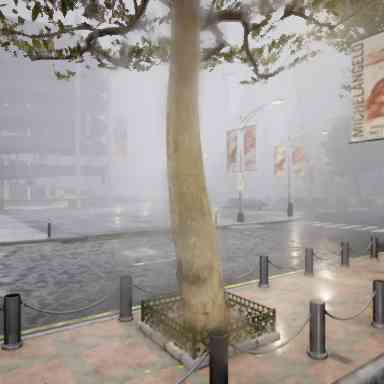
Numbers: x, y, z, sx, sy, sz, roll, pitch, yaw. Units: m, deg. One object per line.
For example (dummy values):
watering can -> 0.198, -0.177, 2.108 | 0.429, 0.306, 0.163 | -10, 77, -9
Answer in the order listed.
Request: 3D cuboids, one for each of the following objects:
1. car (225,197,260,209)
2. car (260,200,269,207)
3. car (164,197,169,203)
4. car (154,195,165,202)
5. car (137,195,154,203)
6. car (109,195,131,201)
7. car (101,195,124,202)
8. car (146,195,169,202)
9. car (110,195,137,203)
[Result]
car -> 6.671, 1.503, 46.451 | 1.837, 1.490, 4.892 | 0, 0, -35
car -> 9.196, 1.562, 48.936 | 1.994, 1.385, 4.181 | 0, 0, -35
car -> -2.109, 1.546, 58.625 | 2.033, 1.411, 5.357 | 0, 0, -38
car -> -8.987, 1.476, 73.888 | 5.008, 1.535, 1.882 | 0, 0, 30
car -> -11.425, 1.536, 71.211 | 5.357, 1.411, 2.033 | 0, 0, 30
car -> -17.563, 1.439, 81.108 | 4.892, 1.490, 1.837 | 0, 0, 12
car -> -18.523, 1.426, 77.742 | 5.008, 1.535, 1.882 | 0, 0, 12
car -> -7.966, 1.524, 77.300 | 4.902, 1.511, 2.128 | 0, 0, 26
car -> -14.535, 1.445, 68.858 | 5.008, 1.535, 1.882 | 0, 0, 26
